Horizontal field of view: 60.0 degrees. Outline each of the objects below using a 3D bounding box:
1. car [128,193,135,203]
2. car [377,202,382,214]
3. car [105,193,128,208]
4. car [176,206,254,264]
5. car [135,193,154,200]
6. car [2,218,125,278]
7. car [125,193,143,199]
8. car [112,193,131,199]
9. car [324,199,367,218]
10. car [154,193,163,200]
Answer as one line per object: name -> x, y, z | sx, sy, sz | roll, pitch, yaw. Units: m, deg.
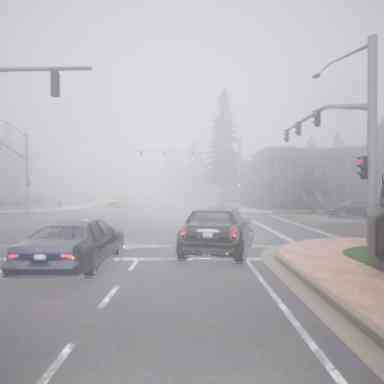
car -> -12.321, 1.038, 60.984 | 2.097, 1.767, 4.553 | 0, 0, -17
car -> 16.518, 1.363, 24.747 | 4.902, 1.511, 2.128 | 0, 0, 0
car -> -10.289, 1.247, 44.667 | 1.882, 1.535, 5.008 | 0, 0, -1
car -> 0.977, 1.289, 11.975 | 2.097, 1.767, 4.553 | 0, 0, 14
car -> -11.107, 1.210, 74.762 | 1.895, 1.301, 4.718 | 0, 0, -35
car -> -3.408, 1.495, 9.969 | 2.033, 1.411, 5.357 | 0, 0, 0
car -> -14.845, 1.009, 84.767 | 4.718, 1.301, 1.895 | 0, 0, 43
car -> -17.620, 0.992, 82.580 | 4.902, 1.511, 2.128 | 0, 0, 43
car -> 13.794, 1.358, 28.248 | 4.892, 1.490, 1.837 | 0, 0, 0
car -> -8.403, 1.103, 77.010 | 1.837, 1.490, 4.892 | 0, 0, -35
